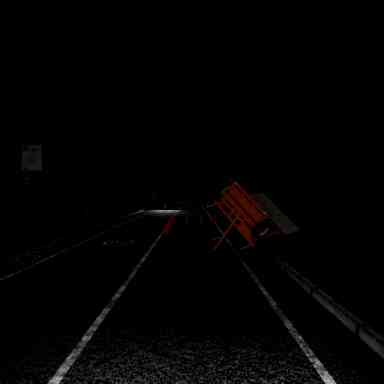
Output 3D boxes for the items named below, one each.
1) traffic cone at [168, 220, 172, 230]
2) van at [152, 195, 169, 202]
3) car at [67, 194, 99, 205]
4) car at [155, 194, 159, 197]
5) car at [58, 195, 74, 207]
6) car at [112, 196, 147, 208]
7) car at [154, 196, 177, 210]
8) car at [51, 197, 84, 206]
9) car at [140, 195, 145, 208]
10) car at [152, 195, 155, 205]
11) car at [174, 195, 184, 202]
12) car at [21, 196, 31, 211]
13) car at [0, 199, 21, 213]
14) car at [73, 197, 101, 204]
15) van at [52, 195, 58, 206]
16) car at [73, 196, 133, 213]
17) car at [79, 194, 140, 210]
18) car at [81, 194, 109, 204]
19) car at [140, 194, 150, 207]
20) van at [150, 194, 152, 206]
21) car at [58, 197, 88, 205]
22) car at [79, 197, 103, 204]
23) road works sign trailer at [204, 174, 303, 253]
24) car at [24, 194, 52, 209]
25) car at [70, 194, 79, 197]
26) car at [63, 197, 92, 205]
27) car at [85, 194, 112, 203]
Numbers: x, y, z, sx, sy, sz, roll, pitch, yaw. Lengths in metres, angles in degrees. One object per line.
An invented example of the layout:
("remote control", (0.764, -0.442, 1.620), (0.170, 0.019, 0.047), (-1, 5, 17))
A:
("traffic cone", (-1.367, 1.939, 17.820), (0.340, 0.580, 0.340), (0, 0, 0))
("van", (-8.720, 1.786, 92.148), (4.442, 1.987, 1.878), (0, -1, 0))
("car", (-21.872, 1.460, 66.742), (5.566, 2.045, 2.435), (0, -1, 0))
("car", (-8.809, 1.634, 58.511), (5.008, 1.535, 2.097), (0, -1, 0))
("car", (-21.889, 1.623, 52.816), (4.674, 1.452, 2.002), (0, -1, 0))
("car", (-8.780, 1.407, 47.298), (4.553, 1.767, 2.185), (0, -1, 0))
("car", (-3.319, 1.592, 42.819), (1.994, 1.385, 4.181), (0, -1, 0))
("car", (-21.889, 1.633, 58.387), (5.008, 1.535, 2.097), (0, -1, 0))
("car", (-8.821, 1.490, 41.691), (4.892, 1.521, 2.231), (0, 0, 0))
("car", (-8.806, 1.584, 52.905), (4.892, 1.521, 2.231), (0, -1, 0))
("car", (-3.187, 2.009, 89.275), (1.837, 1.490, 4.892), (0, -1, 0))
("car", (-21.899, 1.513, 38.895), (4.674, 1.452, 2.002), (0, 0, 0))
("car", (-21.905, 1.458, 36.109), (5.008, 1.535, 2.097), (0, 0, 0))
("car", (-21.896, 1.741, 69.526), (5.008, 1.535, 2.097), (0, -1, 0))
("van", (-22.008, 1.306, 47.246), (4.442, 1.987, 1.878), (0, 0, 0))
("car", (-8.818, 1.450, 33.286), (4.892, 1.521, 2.231), (0, 0, 0))
("car", (-8.849, 1.207, 36.089), (5.566, 2.045, 2.435), (0, 0, 0))
("car", (-21.876, 1.552, 75.097), (5.566, 2.045, 2.435), (0, -1, 0))
("car", (-8.841, 1.259, 44.499), (5.566, 2.045, 2.435), (0, 0, 0))
("van", (-8.696, 1.332, 50.103), (4.442, 1.987, 1.878), (0, -1, 0))
("car", (-21.867, 1.688, 61.172), (4.792, 1.488, 2.163), (0, -1, 0))
("car", (-21.901, 1.809, 72.187), (4.674, 1.452, 2.002), (0, -1, 0))
("road works sign trailer", (2.376, 1.056, 12.674), (3.560, 2.880, 2.380), (-5, 45, -44))
("car", (-21.862, 1.385, 44.465), (4.553, 1.767, 2.185), (0, 0, 0))
("car", (-21.707, 1.605, 55.601), (5.366, 1.575, 1.946), (0, -1, 0))
("car", (-21.927, 1.714, 63.957), (4.792, 1.488, 2.163), (0, -1, 0))
("car", (-21.879, 1.585, 77.759), (5.566, 2.045, 2.435), (0, -1, 0))
